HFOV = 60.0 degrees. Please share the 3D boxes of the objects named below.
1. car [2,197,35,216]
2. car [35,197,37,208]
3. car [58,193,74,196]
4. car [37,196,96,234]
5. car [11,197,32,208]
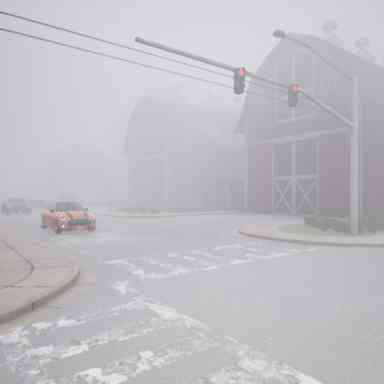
[{"bbox_3d":[-17.441,1.348,33.047,2.097,1.767,4.553,0,0,-37],"label":"car"},{"bbox_3d":[-19.928,1.429,42.420,1.882,1.535,5.008,-1,0,-37],"label":"car"},{"bbox_3d":[-18.459,1.156,47.364,3.866,1.878,1.905,-2,5,11],"label":"car"},{"bbox_3d":[-7.278,1.341,19.422,2.097,1.767,4.553,0,0,-37],"label":"car"},{"bbox_3d":[-25.761,1.555,50.182,2.033,1.411,5.357,0,0,-37],"label":"car"}]
